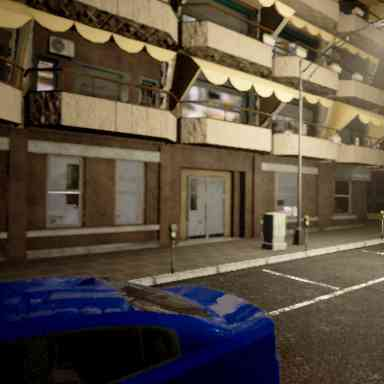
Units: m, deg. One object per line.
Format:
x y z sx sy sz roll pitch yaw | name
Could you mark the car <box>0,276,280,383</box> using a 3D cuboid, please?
-1.535 1.478 2.285 5.008 1.535 1.882 0 0 -36 | car
